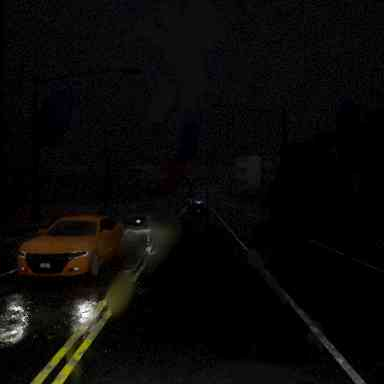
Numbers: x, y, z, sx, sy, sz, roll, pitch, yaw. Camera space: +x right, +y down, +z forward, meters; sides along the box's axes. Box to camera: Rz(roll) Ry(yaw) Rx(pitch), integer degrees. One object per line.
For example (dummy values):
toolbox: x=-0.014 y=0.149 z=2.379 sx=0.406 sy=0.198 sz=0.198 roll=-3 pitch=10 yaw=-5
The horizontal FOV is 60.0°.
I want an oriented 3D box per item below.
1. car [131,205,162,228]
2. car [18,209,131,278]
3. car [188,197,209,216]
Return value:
car: x=-3.158 y=1.579 z=21.918 sx=1.994 sy=1.385 sz=4.181 roll=0 pitch=0 yaw=2
car: x=-3.433 y=1.485 z=10.373 sx=1.882 sy=1.535 sz=5.008 roll=0 pitch=0 yaw=1
car: x=0.662 y=1.514 z=32.667 sx=2.128 sy=1.511 sz=4.902 roll=0 pitch=0 yaw=1
